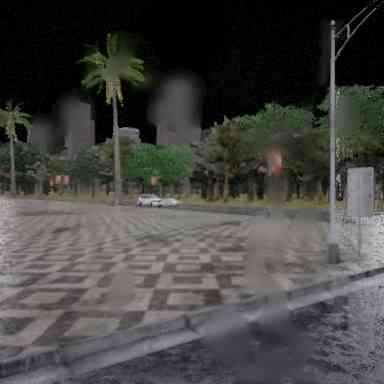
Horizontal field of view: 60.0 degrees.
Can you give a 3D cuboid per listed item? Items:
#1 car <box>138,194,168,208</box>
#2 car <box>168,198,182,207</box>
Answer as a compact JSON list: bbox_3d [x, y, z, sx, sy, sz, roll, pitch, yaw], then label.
[{"bbox_3d":[-6.777,1.427,54.285,2.150,2.045,5.566,0,0,-38],"label":"car"},{"bbox_3d":[-3.481,1.743,55.314,1.812,1.442,4.674,0,0,-37],"label":"car"}]
